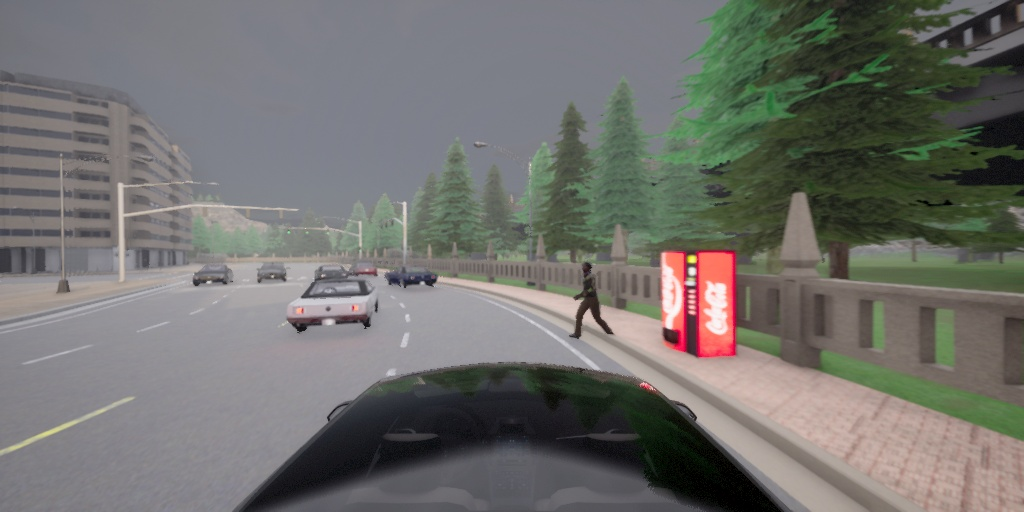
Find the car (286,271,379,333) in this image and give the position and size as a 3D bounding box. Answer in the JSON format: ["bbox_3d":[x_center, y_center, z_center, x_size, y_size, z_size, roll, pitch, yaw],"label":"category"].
[{"bbox_3d":[-5.165,1.341,10.973,1.895,1.301,4.718,-1,0,-17],"label":"car"}]

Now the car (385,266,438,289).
[{"bbox_3d":[-6.436,1.273,22.461,1.895,1.301,4.718,-1,0,-35],"label":"car"}]

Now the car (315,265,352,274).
[{"bbox_3d":[-13.112,1.320,25.919,1.895,1.301,4.718,-1,0,-32],"label":"car"}]

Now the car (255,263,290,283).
[{"bbox_3d":[-18.751,1.276,28.178,1.837,1.490,4.892,-1,0,-32],"label":"car"}]

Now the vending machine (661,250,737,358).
[{"bbox_3d":[3.531,0.871,6.852,1.100,2.100,0.880,0,0,-9],"label":"vending machine"}]

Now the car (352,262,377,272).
[{"bbox_3d":[-14.282,1.237,34.391,1.994,1.385,4.181,-1,1,-32],"label":"car"}]

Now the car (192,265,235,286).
[{"bbox_3d":[-21.635,1.357,26.189,2.033,1.411,5.357,-1,0,-32],"label":"car"}]

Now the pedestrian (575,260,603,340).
[{"bbox_3d":[1.720,0.981,8.052,0.375,1.860,0.375,-1,0,-11],"label":"pedestrian"}]
